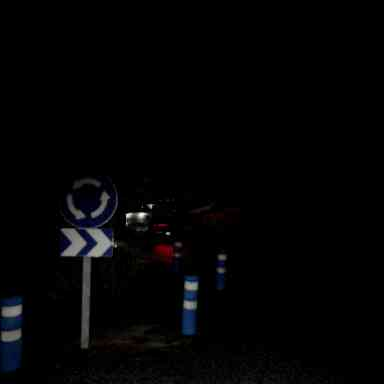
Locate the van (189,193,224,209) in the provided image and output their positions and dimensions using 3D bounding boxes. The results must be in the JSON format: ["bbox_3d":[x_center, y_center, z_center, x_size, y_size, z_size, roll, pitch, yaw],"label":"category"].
[{"bbox_3d":[1.877,1.209,44.147,4.442,1.987,1.878,1,1,-4],"label":"van"}]

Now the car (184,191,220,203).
[{"bbox_3d":[2.162,1.286,38.490,5.566,2.045,2.435,1,1,-4],"label":"car"}]

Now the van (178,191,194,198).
[{"bbox_3d":[-1.638,0.673,93.886,4.442,1.987,1.878,1,0,-4],"label":"van"}]

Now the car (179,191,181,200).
[{"bbox_3d":[0.465,0.952,63.354,5.566,2.045,2.435,1,1,-4],"label":"car"}]

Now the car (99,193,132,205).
[{"bbox_3d":[-11.802,1.035,51.504,4.553,1.767,2.185,1,1,-4],"label":"car"}]

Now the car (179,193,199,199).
[{"bbox_3d":[-0.792,1.011,82.707,5.008,1.535,2.097,1,1,-4],"label":"car"}]

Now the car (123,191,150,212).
[{"bbox_3d":[-6.569,1.150,39.221,2.150,2.045,5.566,1,1,-4],"label":"car"}]

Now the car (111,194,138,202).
[{"bbox_3d":[-12.595,1.076,62.579,4.792,1.488,2.163,1,1,-4],"label":"car"}]

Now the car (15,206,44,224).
[{"bbox_3d":[-10.040,1.668,23.812,4.792,1.488,2.163,1,1,-4],"label":"car"}]

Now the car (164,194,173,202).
[{"bbox_3d":[-4.670,1.131,66.500,1.837,1.490,4.892,1,-1,-4],"label":"car"}]

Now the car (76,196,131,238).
[{"bbox_3d":[-5.362,1.502,20.295,2.150,2.045,5.566,1,1,-3],"label":"car"}]

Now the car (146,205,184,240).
[{"bbox_3d":[-1.580,1.847,19.476,1.837,1.490,4.892,-1,1,-8],"label":"car"}]

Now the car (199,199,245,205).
[{"bbox_3d":[3.065,1.667,24.799,4.553,1.767,2.185,1,1,-4],"label":"car"}]

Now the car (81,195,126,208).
[{"bbox_3d":[-11.480,1.272,43.309,5.366,1.575,1.946,1,1,-4],"label":"car"}]

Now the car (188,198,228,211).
[{"bbox_3d":[1.919,1.514,41.254,4.792,1.488,2.163,1,1,-4],"label":"car"}]

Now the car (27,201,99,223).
[{"bbox_3d":[-10.188,1.587,26.583,5.008,1.535,2.097,1,1,-4],"label":"car"}]

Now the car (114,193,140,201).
[{"bbox_3d":[-12.778,1.049,65.349,4.792,1.488,2.163,1,1,-4],"label":"car"}]

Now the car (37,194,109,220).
[{"bbox_3d":[-10.344,1.285,29.350,5.566,2.045,2.435,1,1,-4],"label":"car"}]

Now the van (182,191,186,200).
[{"bbox_3d":[1.116,1.089,52.277,4.442,1.987,1.878,1,1,-4],"label":"van"}]

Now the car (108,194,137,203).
[{"bbox_3d":[-12.412,1.104,59.809,4.792,1.488,2.163,1,1,-4],"label":"car"}]

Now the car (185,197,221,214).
[{"bbox_3d":[2.309,1.634,32.954,5.366,1.575,1.946,1,1,-4],"label":"car"}]

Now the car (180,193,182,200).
[{"bbox_3d":[1.043,1.286,55.067,5.008,1.535,2.097,1,1,-4],"label":"car"}]

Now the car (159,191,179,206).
[{"bbox_3d":[-3.239,1.098,44.881,2.150,2.045,5.566,1,1,-4],"label":"car"}]

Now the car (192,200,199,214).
[{"bbox_3d":[2.673,1.731,30.203,4.674,1.452,2.002,1,1,-4],"label":"car"}]

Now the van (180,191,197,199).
[{"bbox_3d":[-1.040,0.730,88.366,4.442,1.987,1.878,1,1,-4],"label":"van"}]

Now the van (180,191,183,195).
[{"bbox_3d":[0.559,1.004,60.585,4.442,1.987,1.878,1,1,-4],"label":"van"}]

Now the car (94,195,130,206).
[{"bbox_3d":[-11.658,1.195,48.729,4.892,1.521,2.231,1,1,-4],"label":"car"}]

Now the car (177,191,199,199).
[{"bbox_3d":[-1.002,0.731,85.592,5.566,2.045,2.435,1,1,-4],"label":"car"}]

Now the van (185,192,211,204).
[{"bbox_3d":[0.974,1.034,57.836,4.442,1.987,1.878,1,1,-4],"label":"van"}]

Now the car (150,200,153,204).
[{"bbox_3d":[-7.641,1.163,56.888,1.882,1.535,5.008,1,1,-4],"label":"car"}]

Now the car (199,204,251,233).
[{"bbox_3d":[3.209,1.843,22.034,5.008,1.535,2.097,1,1,-4],"label":"car"}]

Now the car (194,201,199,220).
[{"bbox_3d":[2.828,1.772,27.437,4.792,1.488,2.163,1,1,-4],"label":"car"}]

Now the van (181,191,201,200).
[{"bbox_3d":[-0.311,0.840,77.310,4.442,1.987,1.878,1,1,-4],"label":"van"}]
